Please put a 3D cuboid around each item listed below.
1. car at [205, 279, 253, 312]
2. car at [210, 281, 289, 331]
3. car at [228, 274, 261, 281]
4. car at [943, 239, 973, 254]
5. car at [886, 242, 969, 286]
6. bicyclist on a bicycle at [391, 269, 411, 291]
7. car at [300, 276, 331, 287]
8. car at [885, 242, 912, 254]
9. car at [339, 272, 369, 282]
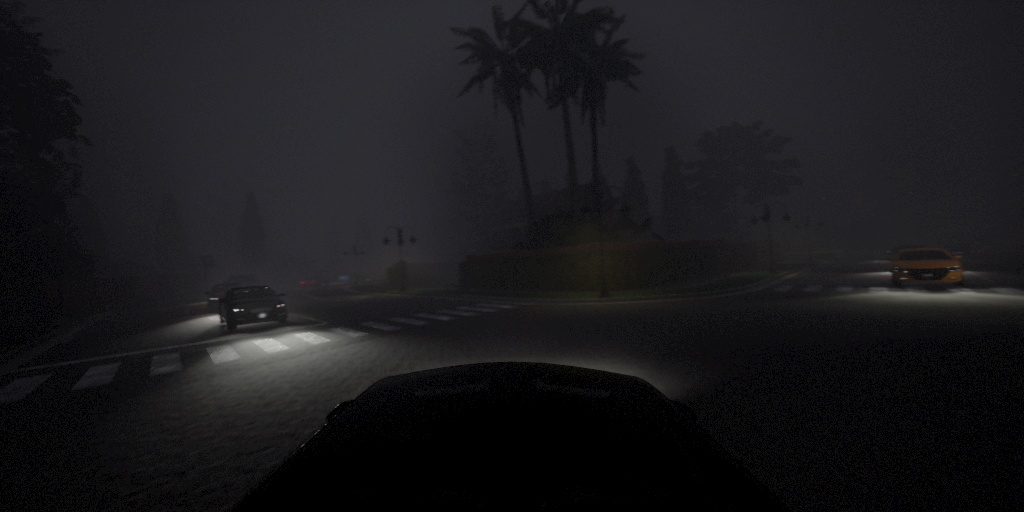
[{"bbox_3d":[-17.560,2.473,22.156,2.128,1.511,4.902,-3,-1,-39],"label":"car"},{"bbox_3d":[-10.658,1.991,14.667,2.128,1.511,4.902,-3,-1,-43],"label":"car"},{"bbox_3d":[-25.364,2.774,33.743,2.150,2.045,5.566,-3,1,-23],"label":"car"},{"bbox_3d":[43.929,-0.900,35.721,4.674,1.442,1.812,-2,-2,-44],"label":"car"},{"bbox_3d":[17.724,0.383,15.507,5.008,1.535,1.882,-3,-1,-44],"label":"car"},{"bbox_3d":[-8.586,1.821,27.595,1.656,1.620,0.582,-3,-1,-44],"label":"bicyclist on a bicycle"},{"bbox_3d":[-25.334,3.277,46.515,1.895,1.301,4.718,-4,0,-4],"label":"car"},{"bbox_3d":[25.130,0.054,22.658,4.892,1.490,1.837,-3,-1,-44],"label":"car"},{"bbox_3d":[-25.037,3.314,56.785,2.033,1.411,5.357,-4,-1,11],"label":"car"}]
